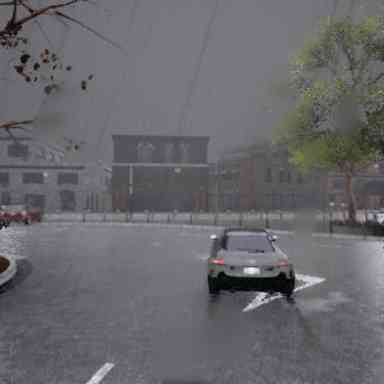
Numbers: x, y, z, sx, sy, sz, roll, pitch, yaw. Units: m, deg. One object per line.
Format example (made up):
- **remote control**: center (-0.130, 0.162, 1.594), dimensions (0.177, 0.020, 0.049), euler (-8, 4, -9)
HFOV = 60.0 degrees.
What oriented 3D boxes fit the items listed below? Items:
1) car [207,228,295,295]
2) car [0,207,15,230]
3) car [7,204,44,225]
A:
- **car**: center (1.441, 1.678, 9.117), dimensions (1.994, 1.385, 4.181), euler (0, -1, 5)
- **car**: center (-14.266, 1.858, 20.369), dimensions (5.357, 1.411, 2.033), euler (-1, -1, -6)
- **car**: center (-14.029, 1.745, 27.717), dimensions (2.185, 1.767, 4.553), euler (-1, -1, -7)
